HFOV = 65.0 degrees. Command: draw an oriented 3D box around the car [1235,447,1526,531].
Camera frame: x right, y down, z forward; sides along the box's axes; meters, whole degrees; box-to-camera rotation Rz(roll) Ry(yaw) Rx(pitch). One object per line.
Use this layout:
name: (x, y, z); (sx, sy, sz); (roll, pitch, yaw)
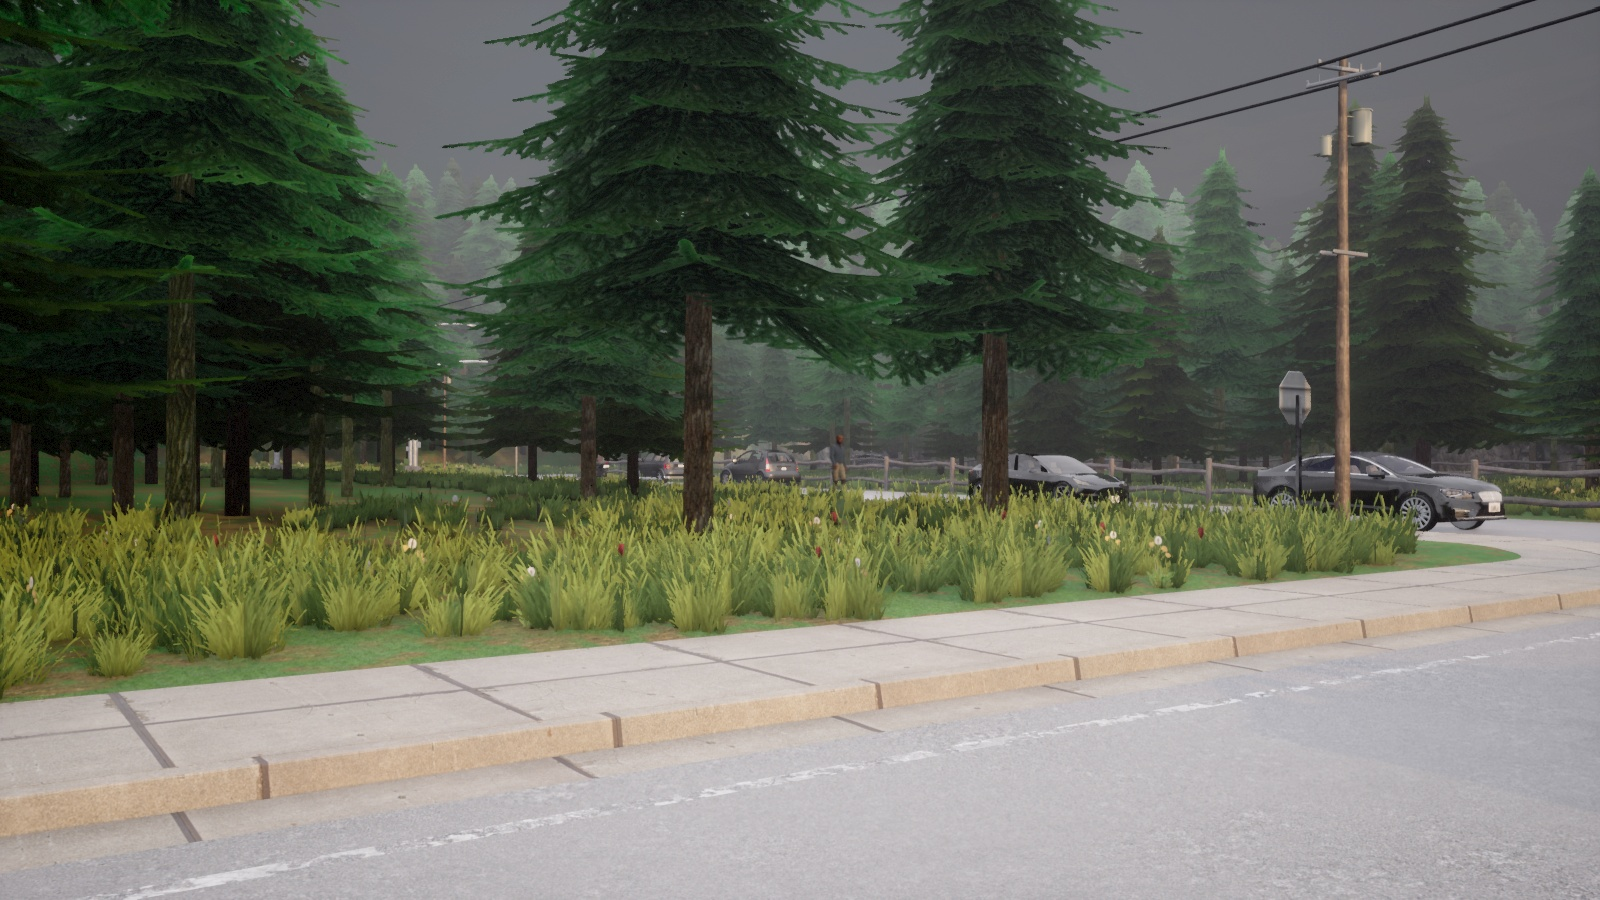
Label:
car: (11.409, 0.703, 25.054); (2.128, 1.511, 4.902); (0, 0, -32)

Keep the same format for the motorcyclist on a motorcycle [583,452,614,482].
motorcyclist on a motorcycle: (-10.341, 0.880, 64.410); (0.797, 1.523, 2.044); (0, 0, -35)

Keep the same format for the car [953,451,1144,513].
car: (6.418, 0.777, 32.963); (2.163, 1.488, 4.792); (0, 0, -33)

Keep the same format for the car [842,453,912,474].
car: (5.398, 0.955, 88.697); (4.892, 1.490, 1.837); (0, -1, 3)

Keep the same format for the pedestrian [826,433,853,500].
pedestrian: (1.082, 0.451, 34.427); (0.370, 1.835, 0.726); (0, 0, -35)

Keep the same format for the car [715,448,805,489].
car: (-1.681, 0.746, 51.447); (1.851, 1.617, 3.988); (0, 0, -34)

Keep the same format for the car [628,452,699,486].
car: (-6.387, 0.853, 58.522); (1.789, 1.549, 3.705); (0, 0, -34)
